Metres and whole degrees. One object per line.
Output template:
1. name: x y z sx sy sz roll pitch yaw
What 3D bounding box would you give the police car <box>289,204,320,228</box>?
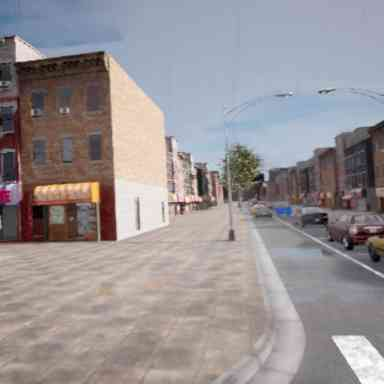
1. police car: 9.219 1.854 26.047 1.930 1.638 5.238 -3 -2 9

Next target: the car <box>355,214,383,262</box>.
1. car: 6.579 1.533 9.633 1.752 1.417 4.829 -3 -2 9

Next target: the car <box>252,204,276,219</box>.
1. car: 8.783 2.514 40.907 1.994 1.385 4.181 -4 -2 10

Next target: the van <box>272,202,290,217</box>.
1. van: 11.622 2.179 42.319 1.690 1.788 3.998 -3 -2 9

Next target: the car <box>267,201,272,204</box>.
1. car: 15.009 2.773 64.217 1.967 1.590 4.097 -3 -2 9

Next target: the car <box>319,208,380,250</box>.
1. car: 7.395 1.586 14.942 1.967 1.590 4.097 -3 -2 9

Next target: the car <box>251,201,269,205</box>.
1. car: 10.291 2.665 50.938 1.882 1.535 5.008 -3 -2 9

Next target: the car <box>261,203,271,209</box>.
1. car: 16.705 3.128 75.164 1.947 1.339 4.313 -3 -2 9
